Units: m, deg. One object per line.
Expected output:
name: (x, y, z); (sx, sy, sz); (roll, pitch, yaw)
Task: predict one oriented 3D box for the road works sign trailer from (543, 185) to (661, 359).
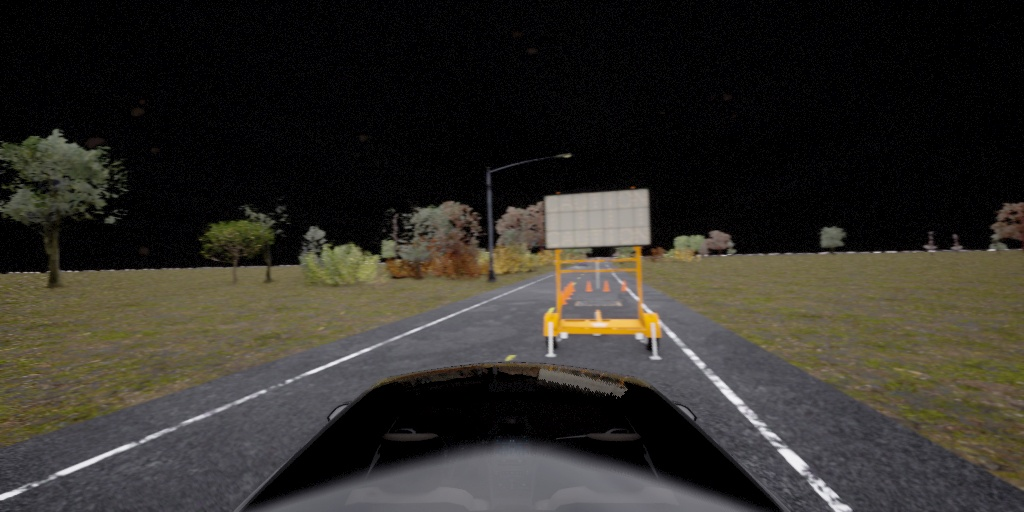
road works sign trailer: (2.064, 0.220, 8.417); (2.380, 3.560, 2.880); (0, 0, 12)
